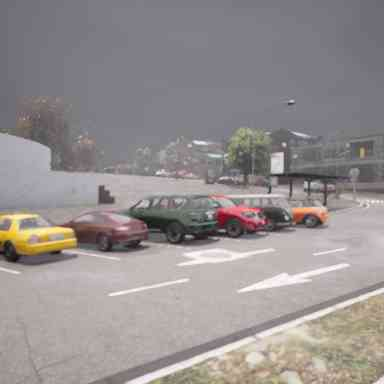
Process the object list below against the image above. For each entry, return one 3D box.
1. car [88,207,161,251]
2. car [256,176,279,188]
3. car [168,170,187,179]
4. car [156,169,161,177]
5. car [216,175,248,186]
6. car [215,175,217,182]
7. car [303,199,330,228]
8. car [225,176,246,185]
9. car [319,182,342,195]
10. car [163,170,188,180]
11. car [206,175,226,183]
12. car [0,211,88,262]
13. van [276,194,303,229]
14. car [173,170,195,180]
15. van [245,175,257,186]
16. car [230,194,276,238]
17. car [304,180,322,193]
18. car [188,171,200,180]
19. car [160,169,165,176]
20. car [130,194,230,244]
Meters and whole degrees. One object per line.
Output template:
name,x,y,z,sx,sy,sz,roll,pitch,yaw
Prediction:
car,-3.846,1.489,13.767,4.674,1.452,2.002,-1,0,35
car,13.871,-1.510,59.036,2.231,1.521,4.892,6,4,35
car,-3.617,-4.360,83.549,2.185,1.767,4.553,6,3,33
car,-7.138,-4.869,88.353,2.435,2.045,5.566,1,-1,34
car,6.402,-1.634,54.128,1.994,1.385,4.181,1,4,-36
car,6.937,-2.559,68.894,2.002,1.452,4.674,7,4,35
car,6.020,1.205,20.678,4.553,1.767,2.185,-1,0,35
car,8.777,-2.330,66.580,1.946,1.575,5.366,6,4,35
car,20.812,-0.385,49.206,2.002,1.452,4.674,6,4,35
car,-3.329,-3.240,67.755,1.994,1.385,4.181,1,4,-36
car,5.184,-2.832,71.349,2.002,1.452,4.674,6,4,34
car,-6.448,1.478,12.131,5.366,1.575,1.946,-1,0,34
van,3.615,1.133,18.920,4.442,1.987,1.878,-1,-1,35
car,-1.814,-4.209,81.089,2.435,2.045,5.566,7,4,34
van,12.099,-2.007,61.390,1.878,1.987,4.442,7,4,35
car,1.082,1.138,17.242,5.566,2.045,2.435,-1,-1,35
car,19.108,-0.947,51.670,2.435,2.045,5.566,6,4,35
car,0.048,-3.690,78.839,1.946,1.575,5.366,6,4,34
car,-5.357,-4.594,86.012,2.185,1.767,4.553,4,1,33
car,-1.426,1.168,15.530,5.566,2.045,2.435,-1,0,35
